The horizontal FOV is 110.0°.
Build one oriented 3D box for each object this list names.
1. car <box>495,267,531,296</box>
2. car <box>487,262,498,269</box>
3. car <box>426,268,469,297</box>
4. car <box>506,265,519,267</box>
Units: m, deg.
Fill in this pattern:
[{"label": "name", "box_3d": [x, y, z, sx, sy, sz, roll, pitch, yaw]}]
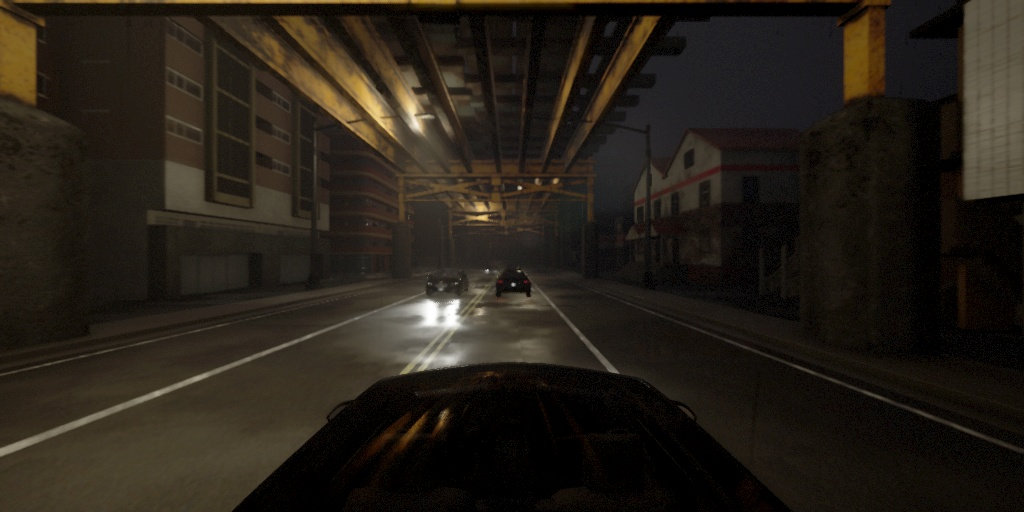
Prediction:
[{"label": "car", "box_3d": [0.085, 1.522, 21.105, 1.994, 1.385, 4.181, 0, -1, 0]}, {"label": "car", "box_3d": [-3.496, 1.744, 64.340, 1.895, 1.301, 4.718, 0, 0, 0]}, {"label": "car", "box_3d": [-3.596, 1.445, 20.608, 2.128, 1.511, 4.902, 0, -1, 0]}, {"label": "car", "box_3d": [0.090, 1.618, 38.576, 2.033, 1.411, 5.357, 0, 0, 0]}]
